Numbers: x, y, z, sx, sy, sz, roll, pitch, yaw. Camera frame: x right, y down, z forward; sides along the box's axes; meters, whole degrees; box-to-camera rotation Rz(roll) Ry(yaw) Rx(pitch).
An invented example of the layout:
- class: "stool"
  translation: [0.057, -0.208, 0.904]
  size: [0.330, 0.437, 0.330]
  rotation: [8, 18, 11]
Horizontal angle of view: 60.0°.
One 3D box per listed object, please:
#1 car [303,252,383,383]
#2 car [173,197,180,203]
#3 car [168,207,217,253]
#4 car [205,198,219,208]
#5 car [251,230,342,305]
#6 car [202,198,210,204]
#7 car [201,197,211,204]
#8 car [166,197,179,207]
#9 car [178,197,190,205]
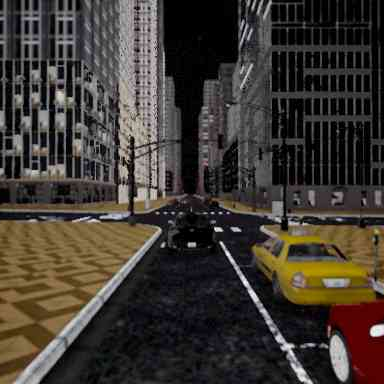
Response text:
- class: "car"
  translation: [2.565, 1.569, 2.497]
  size: [1.887, 1.381, 4.507]
  rotation: [0, -1, 0]
- class: "car"
  translation: [-4.238, 2.300, 92.270]
  size: [1.967, 1.590, 4.097]
  rotation: [0, 0, 0]
- class: "car"
  translation: [0.005, 1.644, 14.303]
  size: [1.837, 1.490, 4.892]
  rotation: [0, 0, 0]
- class: "car"
  translation: [3.873, 2.140, 59.149]
  size: [1.947, 1.339, 4.313]
  rotation: [0, -1, 0]
- class: "car"
  translation: [2.565, 1.604, 8.218]
  size: [1.752, 1.417, 4.829]
  rotation: [0, -1, 0]
- class: "car"
  translation: [3.672, 2.254, 86.786]
  size: [1.967, 1.590, 4.097]
  rotation: [0, 0, 0]
- class: "car"
  translation: [3.703, 2.083, 81.259]
  size: [2.192, 1.841, 5.009]
  rotation: [0, 0, 0]
- class: "car"
  translation: [-4.087, 2.205, 64.631]
  size: [1.802, 1.307, 4.206]
  rotation: [0, -1, 0]
- class: "car"
  translation: [-1.591, 2.259, 77.218]
  size: [2.128, 1.511, 4.902]
  rotation: [0, 0, 0]
